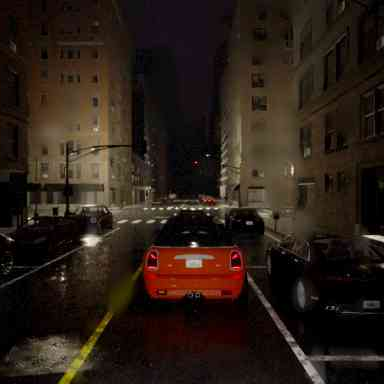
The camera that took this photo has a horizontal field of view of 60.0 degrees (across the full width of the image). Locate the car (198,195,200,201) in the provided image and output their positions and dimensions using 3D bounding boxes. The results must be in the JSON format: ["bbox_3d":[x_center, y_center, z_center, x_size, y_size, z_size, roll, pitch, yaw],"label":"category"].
[{"bbox_3d":[2.829,1.607,66.371,2.008,1.369,4.403,0,0,0],"label":"car"}]

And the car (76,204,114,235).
[{"bbox_3d":[-5.692,1.441,18.453,1.967,1.590,4.097,0,0,0],"label":"car"}]

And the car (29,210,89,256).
[{"bbox_3d":[-5.685,1.582,12.951,1.802,1.307,4.206,0,0,0],"label":"car"}]

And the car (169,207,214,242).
[{"bbox_3d":[-0.016,1.565,16.975,1.994,1.385,4.181,0,0,0],"label":"car"}]

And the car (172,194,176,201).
[{"bbox_3d":[-5.687,1.627,82.428,1.752,1.417,4.829,0,0,0],"label":"car"}]

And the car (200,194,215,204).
[{"bbox_3d":[2.822,1.477,55.553,1.967,1.590,4.097,0,0,0],"label":"car"}]

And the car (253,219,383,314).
[{"bbox_3d":[2.847,1.551,7.460,2.008,1.369,4.403,0,0,0],"label":"car"}]

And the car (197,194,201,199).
[{"bbox_3d":[2.834,1.525,77.189,1.967,1.590,4.097,0,0,0],"label":"car"}]

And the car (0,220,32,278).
[{"bbox_3d":[-5.678,1.566,7.450,1.947,1.339,4.313,0,0,0],"label":"car"}]

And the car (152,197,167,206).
[{"bbox_3d":[-5.703,1.618,55.556,1.802,1.307,4.206,0,0,0],"label":"car"}]

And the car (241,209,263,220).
[{"bbox_3d":[2.834,1.567,18.463,1.947,1.339,4.313,0,0,0],"label":"car"}]

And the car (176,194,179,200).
[{"bbox_3d":[-5.682,1.458,93.416,2.192,1.841,5.009,0,0,0],"label":"car"}]

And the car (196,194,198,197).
[{"bbox_3d":[2.840,1.562,88.007,1.967,1.590,4.097,0,0,0],"label":"car"}]

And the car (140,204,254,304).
[{"bbox_3d":[0.053,1.352,8.322,2.097,1.767,4.553,0,0,0],"label":"car"}]

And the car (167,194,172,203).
[{"bbox_3d":[-5.696,1.607,66.372,2.008,1.369,4.403,0,0,0],"label":"car"}]
